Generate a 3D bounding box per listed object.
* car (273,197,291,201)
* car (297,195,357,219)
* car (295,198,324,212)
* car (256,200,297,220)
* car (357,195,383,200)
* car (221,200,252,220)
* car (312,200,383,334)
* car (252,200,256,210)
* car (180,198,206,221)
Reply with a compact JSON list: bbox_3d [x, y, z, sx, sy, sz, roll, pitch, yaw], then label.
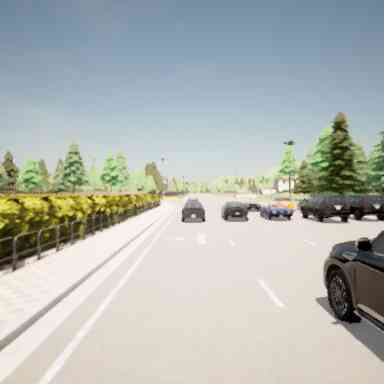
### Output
[{"bbox_3d":[10.548,1.374,39.625,2.097,1.767,4.553,0,0,1],"label":"car"},{"bbox_3d":[10.509,1.239,26.536,2.150,2.045,5.566,0,0,0],"label":"car"},{"bbox_3d":[14.041,1.530,40.077,1.837,1.490,4.892,0,1,1],"label":"car"},{"bbox_3d":[7.019,1.617,28.246,1.895,1.301,4.718,0,0,0],"label":"car"},{"bbox_3d":[14.007,1.238,27.820,2.150,2.045,5.566,0,0,0],"label":"car"},{"bbox_3d":[3.522,1.494,28.140,1.882,1.535,5.008,0,0,0],"label":"car"},{"bbox_3d":[3.602,1.223,4.053,2.150,2.045,5.566,0,0,0],"label":"car"},{"bbox_3d":[7.059,1.624,40.744,1.895,1.301,4.718,0,0,1],"label":"car"},{"bbox_3d":[0.107,1.521,27.150,1.837,1.490,4.892,0,0,0],"label":"car"}]
